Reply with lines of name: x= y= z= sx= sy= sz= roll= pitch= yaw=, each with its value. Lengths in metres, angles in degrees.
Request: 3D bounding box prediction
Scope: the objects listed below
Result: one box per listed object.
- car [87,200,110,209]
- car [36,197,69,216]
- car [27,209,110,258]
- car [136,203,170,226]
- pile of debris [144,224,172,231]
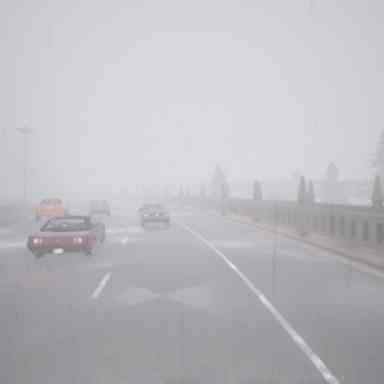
car: x=-8.504 y=1.405 z=30.334 sx=2.033 sy=1.411 sz=5.357 roll=0 pitch=0 yaw=-18
car: x=-11.183 y=1.245 z=26.946 sx=2.097 sy=1.767 sz=4.553 roll=0 pitch=0 yaw=-16
car: x=-4.464 y=1.541 z=12.612 sx=1.895 sy=1.301 sz=4.718 roll=0 pitch=0 yaw=-7
car: x=-2.677 y=1.423 z=22.351 sx=2.033 sy=1.411 sz=5.357 roll=0 pitch=0 yaw=-13
pile of debris: x=-2.010 y=2.066 z=19.358 sx=1.500 sy=0.140 sz=1.860 roll=0 pitch=0 yaw=-11
